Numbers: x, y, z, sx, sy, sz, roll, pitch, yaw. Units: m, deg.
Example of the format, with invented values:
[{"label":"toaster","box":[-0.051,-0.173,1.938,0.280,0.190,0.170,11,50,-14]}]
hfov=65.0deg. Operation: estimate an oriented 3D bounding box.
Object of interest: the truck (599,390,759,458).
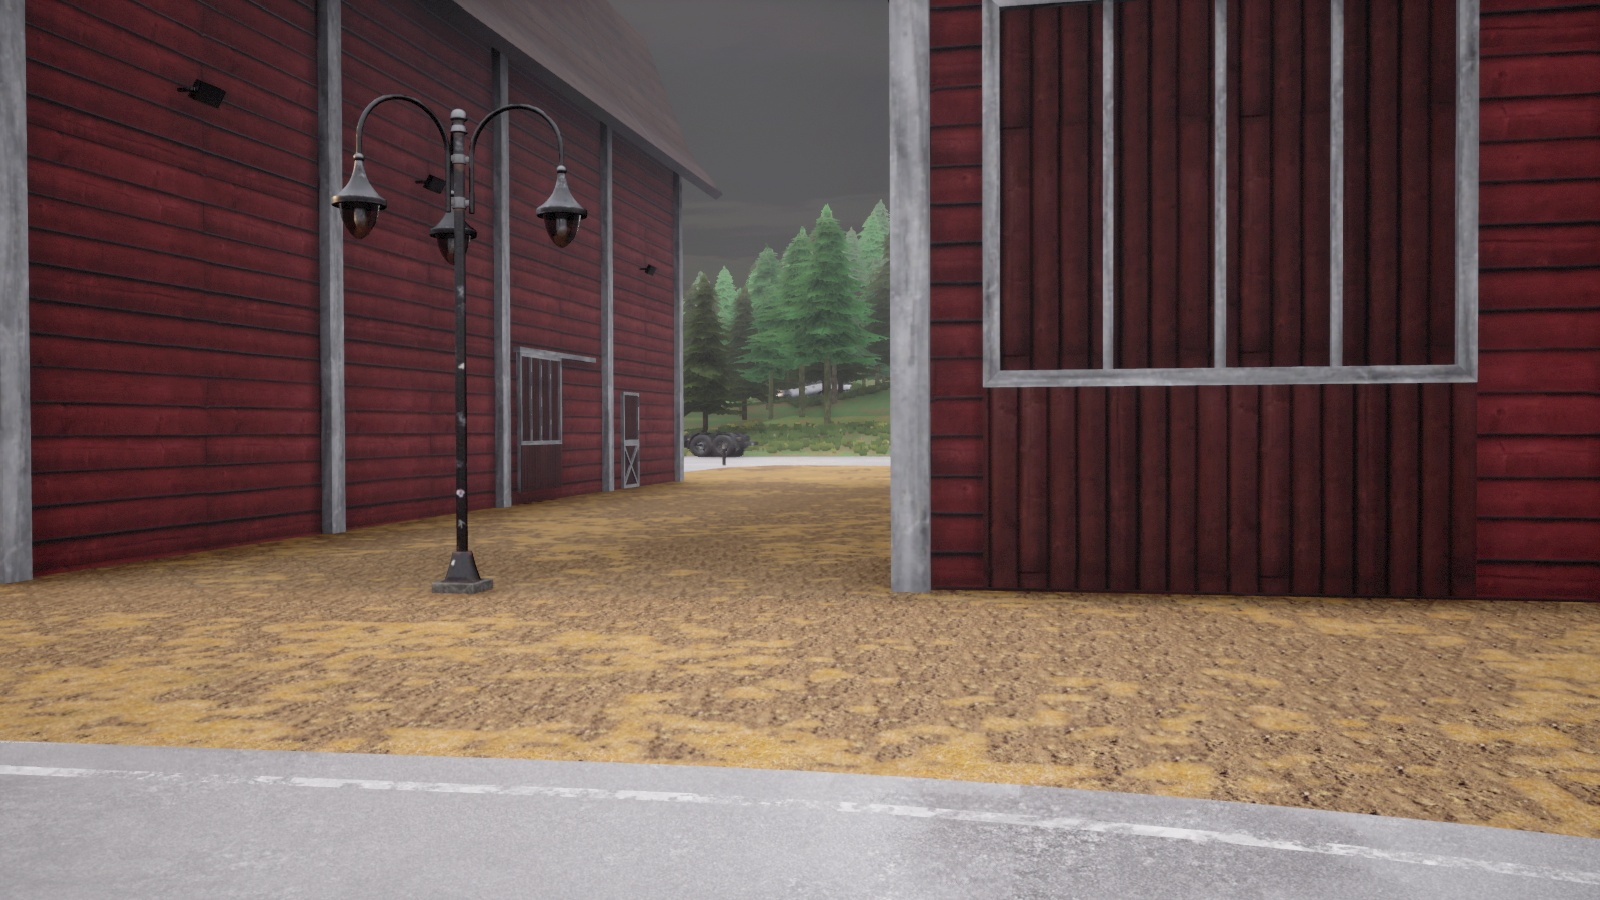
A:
[{"label":"truck","box":[-6.371,-1.385,66.577,7.936,3.462,2.891,0,1,12]}]
